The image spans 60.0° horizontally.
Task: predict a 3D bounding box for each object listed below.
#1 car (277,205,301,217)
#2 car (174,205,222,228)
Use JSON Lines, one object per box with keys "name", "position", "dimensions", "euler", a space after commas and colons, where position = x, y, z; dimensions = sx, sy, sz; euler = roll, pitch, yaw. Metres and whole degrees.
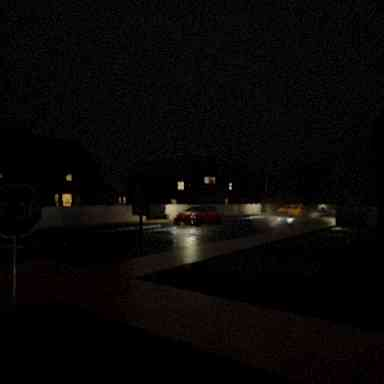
{"name": "car", "position": [13.018, 2.543, 44.492], "dimensions": [1.882, 1.535, 5.008], "euler": [0, -2, 35]}
{"name": "car", "position": [0.541, 1.853, 26.833], "dimensions": [2.097, 1.767, 4.553], "euler": [0, -1, 35]}
